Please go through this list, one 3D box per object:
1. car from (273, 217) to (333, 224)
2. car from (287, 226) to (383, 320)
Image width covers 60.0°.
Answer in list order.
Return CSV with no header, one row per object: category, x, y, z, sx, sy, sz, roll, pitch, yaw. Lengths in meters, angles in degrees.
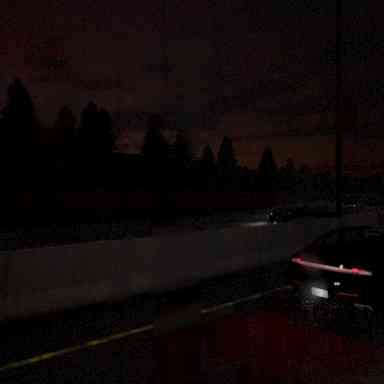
car,6.717,1.572,19.491,2.033,1.411,5.357,0,0,44
car,4.048,1.498,7.220,4.902,1.511,2.128,0,0,-40
